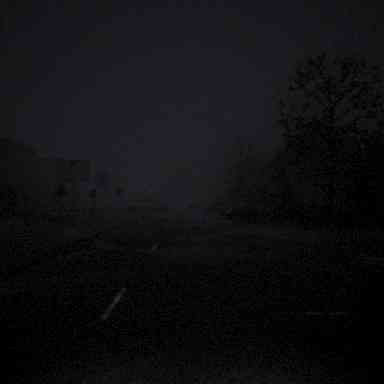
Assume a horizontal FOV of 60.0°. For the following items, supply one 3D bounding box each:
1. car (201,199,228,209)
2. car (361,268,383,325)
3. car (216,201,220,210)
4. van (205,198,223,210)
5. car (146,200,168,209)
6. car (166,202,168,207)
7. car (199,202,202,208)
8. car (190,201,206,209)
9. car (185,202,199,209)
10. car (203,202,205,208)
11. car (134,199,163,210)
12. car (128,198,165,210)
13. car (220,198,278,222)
[{"bbox_3d":[4.676,2.500,69.950,5.566,2.045,2.435,0,-2,-1],"label":"car"},{"bbox_3d":[5.080,1.574,5.022,4.674,1.452,2.002,0,-1,0],"label":"car"},{"bbox_3d":[5.035,1.864,32.527,4.674,1.452,2.002,0,-1,0],"label":"car"},{"bbox_3d":[4.761,1.959,53.323,4.442,1.987,1.878,0,-2,-1],"label":"van"},{"bbox_3d":[-7.561,2.704,71.947,4.553,1.767,2.185,0,-2,-1],"label":"car"},{"bbox_3d":[-7.483,2.337,66.004,5.566,2.045,2.435,0,-2,-1],"label":"car"},{"bbox_3d":[4.750,2.283,64.493,5.566,2.045,2.435,0,-2,-1],"label":"car"},{"bbox_3d":[1.438,3.127,80.878,2.097,1.767,4.553,-2,-3,28],"label":"car"},{"bbox_3d":[-0.300,2.538,62.665,2.033,1.411,5.357,0,-2,-1],"label":"car"},{"bbox_3d":[5.038,2.259,56.112,5.366,1.575,1.946,0,-2,0],"label":"car"},{"bbox_3d":[-7.390,2.151,56.776,4.553,1.767,2.185,0,-2,-1],"label":"car"},{"bbox_3d":[-7.580,2.193,53.854,5.366,1.575,1.946,0,-2,-1],"label":"car"},{"bbox_3d":[5.109,1.663,29.359,4.553,1.767,2.185,0,-1,0],"label":"car"}]
